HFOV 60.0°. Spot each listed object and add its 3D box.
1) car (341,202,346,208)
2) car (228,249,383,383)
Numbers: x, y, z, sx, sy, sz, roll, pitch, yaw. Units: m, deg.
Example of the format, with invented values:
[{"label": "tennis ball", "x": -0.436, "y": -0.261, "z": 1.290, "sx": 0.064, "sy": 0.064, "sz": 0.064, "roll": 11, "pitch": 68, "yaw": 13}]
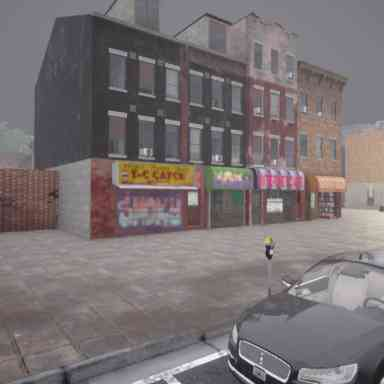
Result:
[{"label": "car", "x": 16.807, "y": 1.475, "z": 42.168, "sx": 1.895, "sy": 1.301, "sz": 4.718, "roll": 0, "pitch": 0, "yaw": -36}, {"label": "car", "x": 2.444, "y": 1.553, "z": 4.541, "sx": 4.403, "sy": 1.369, "sz": 2.008, "roll": 0, "pitch": 0, "yaw": -35}]
